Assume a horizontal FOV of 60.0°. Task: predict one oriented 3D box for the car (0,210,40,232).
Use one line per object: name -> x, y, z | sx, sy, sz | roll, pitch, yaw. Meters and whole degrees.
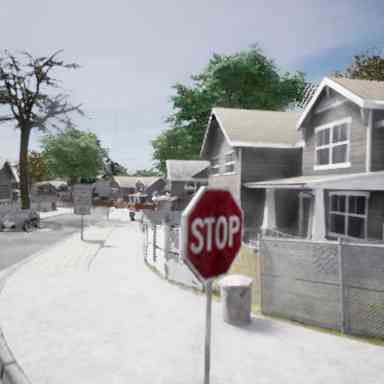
car -> -12.812, 2.100, 24.886 | 2.128, 1.511, 4.902 | 1, -2, -10
